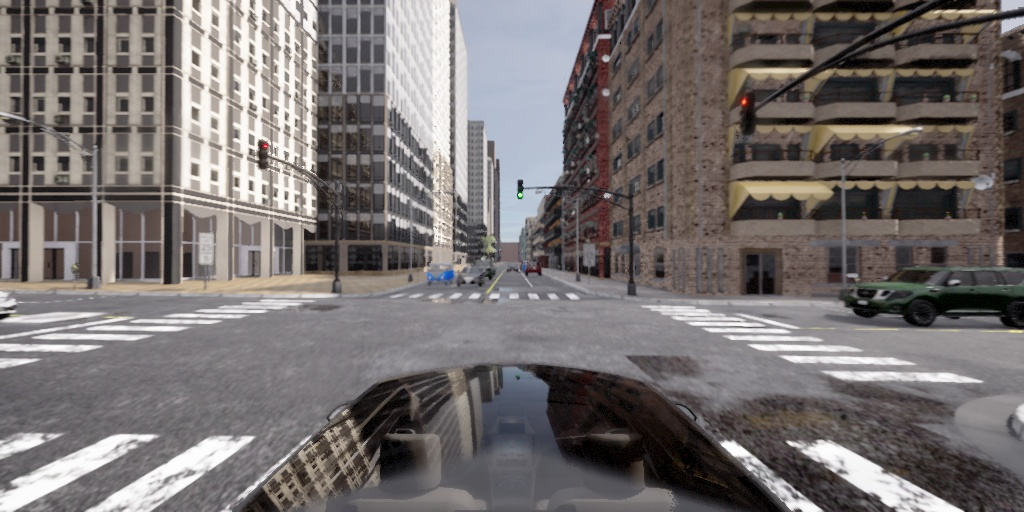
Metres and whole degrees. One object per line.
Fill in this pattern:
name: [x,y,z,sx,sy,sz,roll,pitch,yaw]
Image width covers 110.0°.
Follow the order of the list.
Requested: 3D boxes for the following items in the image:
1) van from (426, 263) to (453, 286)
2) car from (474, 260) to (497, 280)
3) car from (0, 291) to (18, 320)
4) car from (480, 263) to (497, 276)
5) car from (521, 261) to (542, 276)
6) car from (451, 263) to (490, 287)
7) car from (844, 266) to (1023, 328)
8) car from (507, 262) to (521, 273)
van: [-5.694,1.422,28.812,1.690,1.789,3.998,0,0,0]
car: [-3.108,1.404,37.849,2.150,2.045,5.566,0,-1,0]
car: [-16.544,1.125,9.693,4.674,1.442,1.812,1,-1,1]
car: [-3.096,1.785,48.161,1.882,1.535,5.008,0,-1,0]
car: [2.683,1.573,45.467,2.192,1.841,5.009,0,0,0]
car: [-3.107,1.555,27.953,2.128,1.511,4.902,0,-1,0]
car: [15.456,1.379,12.990,5.566,2.045,2.150,1,-1,0]
car: [0.088,2.019,58.058,1.895,1.301,4.718,0,-1,0]
